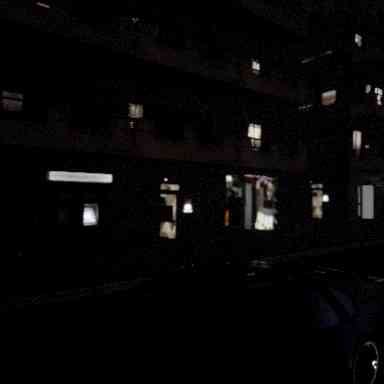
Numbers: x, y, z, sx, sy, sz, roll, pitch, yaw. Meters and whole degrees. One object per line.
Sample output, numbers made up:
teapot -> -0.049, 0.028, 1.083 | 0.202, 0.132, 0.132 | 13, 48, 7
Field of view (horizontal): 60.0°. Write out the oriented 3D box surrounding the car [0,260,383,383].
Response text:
car -> 0.321, 1.556, 3.606 | 5.357, 1.411, 2.033 | 0, 0, -36
